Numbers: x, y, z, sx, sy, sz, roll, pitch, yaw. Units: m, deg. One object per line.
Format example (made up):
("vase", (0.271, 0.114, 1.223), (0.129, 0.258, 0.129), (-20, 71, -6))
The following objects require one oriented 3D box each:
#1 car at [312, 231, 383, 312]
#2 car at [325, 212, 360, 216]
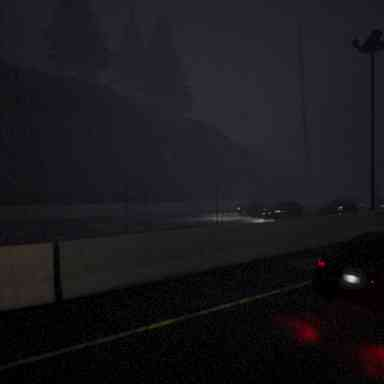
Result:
("car", (4.510, 1.568, 7.342), (4.181, 1.385, 1.994), (0, 0, -38))
("car", (12.896, 1.370, 29.035), (2.097, 1.767, 4.553), (0, 0, 45))
